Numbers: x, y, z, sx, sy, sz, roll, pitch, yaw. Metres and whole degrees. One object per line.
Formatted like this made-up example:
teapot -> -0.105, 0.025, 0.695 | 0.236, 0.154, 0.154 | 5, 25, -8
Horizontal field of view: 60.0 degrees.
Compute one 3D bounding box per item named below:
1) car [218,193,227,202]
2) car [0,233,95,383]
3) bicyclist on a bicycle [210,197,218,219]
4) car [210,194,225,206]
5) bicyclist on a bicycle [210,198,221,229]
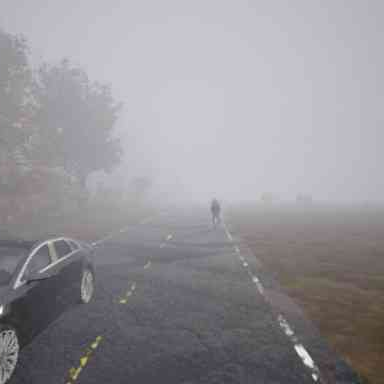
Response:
car -> 6.631, 1.530, 73.293 | 1.994, 1.385, 4.181 | 0, 0, 10
car -> -3.013, 1.486, 5.278 | 2.128, 1.511, 4.902 | 0, 0, 1
bicyclist on a bicycle -> 1.925, 1.355, 28.458 | 0.659, 1.776, 1.843 | 0, 0, 4
car -> 4.029, 1.541, 55.801 | 1.994, 1.385, 4.181 | 0, 0, 8
bicyclist on a bicycle -> 1.371, 1.359, 19.265 | 0.659, 1.776, 1.843 | 0, 0, 3
